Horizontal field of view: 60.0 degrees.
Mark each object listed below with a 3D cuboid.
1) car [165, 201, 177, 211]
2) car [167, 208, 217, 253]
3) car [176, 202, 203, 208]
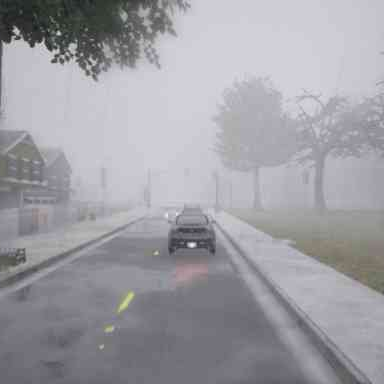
[{"bbox_3d":[-2.767,1.960,47.357,1.812,1.442,4.674,0,-1,0],"label":"car"},{"bbox_3d":[0.001,1.649,14.292,1.837,1.490,4.892,0,0,0],"label":"car"},{"bbox_3d":[-0.002,1.771,29.302,2.128,1.511,4.902,0,0,0],"label":"car"}]
